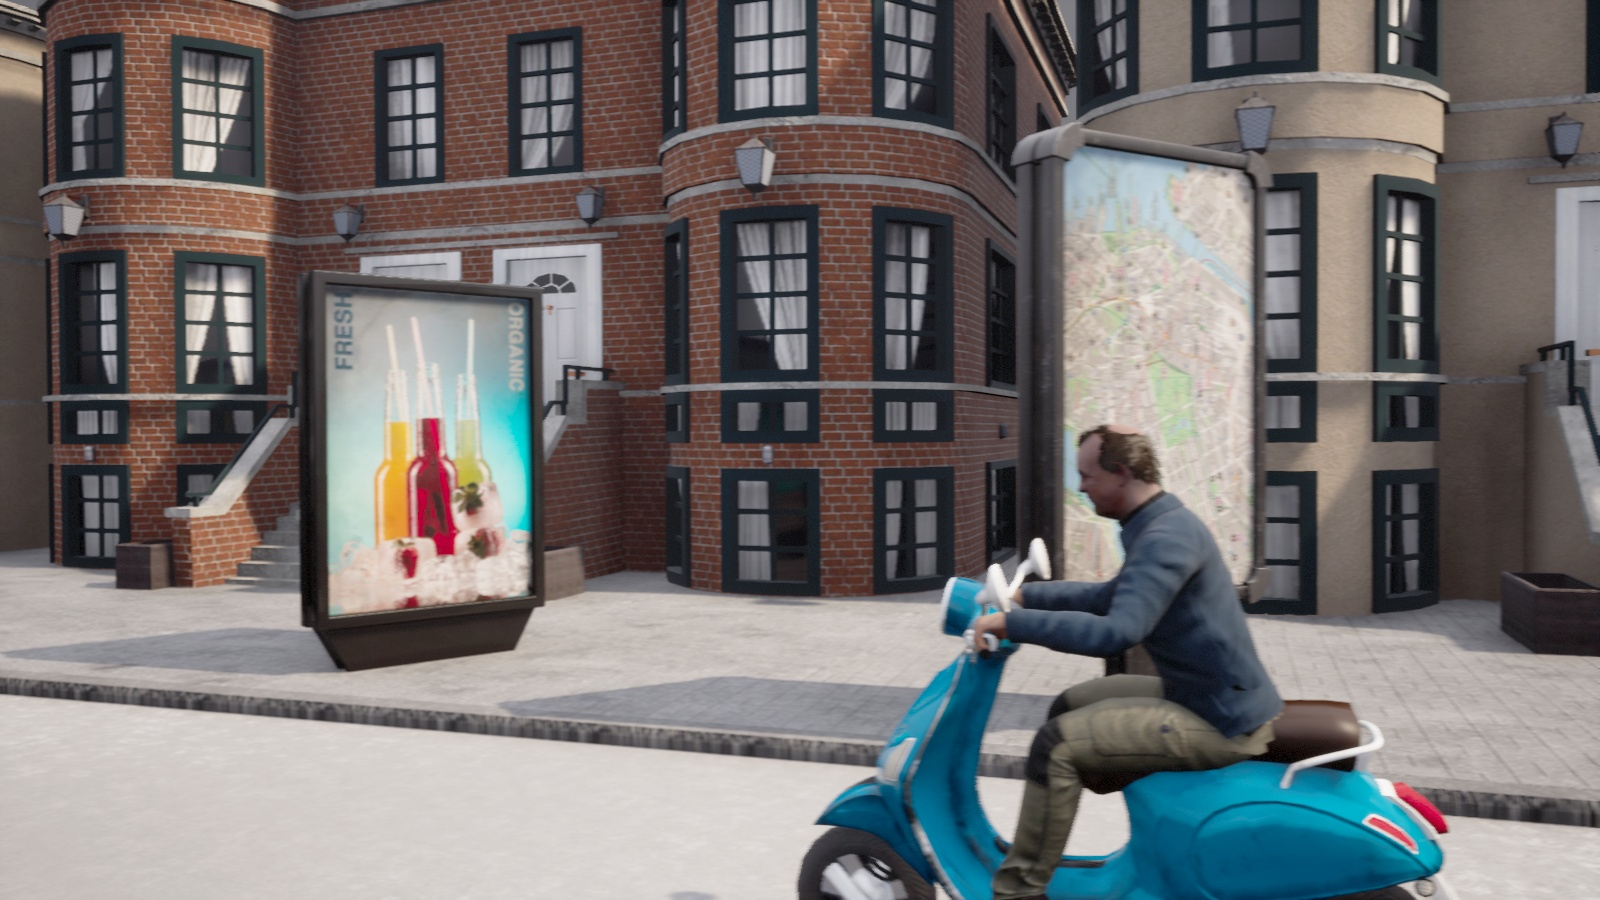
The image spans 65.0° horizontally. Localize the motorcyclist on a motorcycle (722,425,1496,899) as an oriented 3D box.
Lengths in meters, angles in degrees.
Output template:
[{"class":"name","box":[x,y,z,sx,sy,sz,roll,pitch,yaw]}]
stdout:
[{"class":"motorcyclist on a motorcycle","box":[0.794,0.729,3.453,1.817,1.590,0.866,0,1,19]}]
